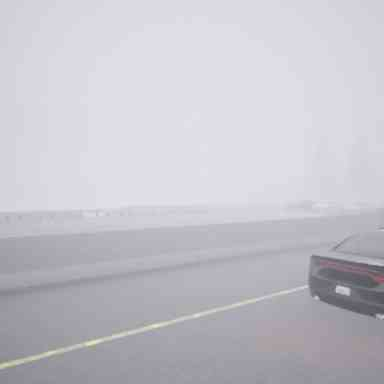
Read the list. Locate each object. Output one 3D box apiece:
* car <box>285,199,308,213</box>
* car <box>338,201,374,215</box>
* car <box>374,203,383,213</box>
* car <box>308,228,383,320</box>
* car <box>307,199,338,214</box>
[{"bbox_3d":[12.997,1.563,38.956,5.008,1.535,1.882,1,0,-35],"label":"car"},{"bbox_3d":[16.999,1.619,33.216,4.674,1.442,1.812,0,0,-35],"label":"car"},{"bbox_3d":[19.060,1.575,30.387,5.008,1.535,1.882,0,0,-35],"label":"car"},{"bbox_3d":[4.553,1.500,7.000,5.008,1.535,1.882,0,0,-35],"label":"car"},{"bbox_3d":[14.969,1.615,36.066,4.674,1.442,1.812,0,0,-35],"label":"car"}]
